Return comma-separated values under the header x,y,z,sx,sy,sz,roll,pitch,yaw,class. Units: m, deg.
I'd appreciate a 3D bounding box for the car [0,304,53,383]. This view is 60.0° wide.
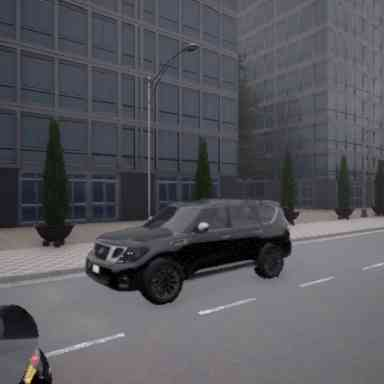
x,y,z,sx,sy,sz,roll,pitch,yaw,class
-3.288,1.491,1.566,4.902,1.511,2.128,0,0,-37,car

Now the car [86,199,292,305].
x,y,z,sx,sy,sz,roll,pitch,yaw,class
0.231,1.221,8.507,5.566,2.045,2.150,0,0,-37,car
